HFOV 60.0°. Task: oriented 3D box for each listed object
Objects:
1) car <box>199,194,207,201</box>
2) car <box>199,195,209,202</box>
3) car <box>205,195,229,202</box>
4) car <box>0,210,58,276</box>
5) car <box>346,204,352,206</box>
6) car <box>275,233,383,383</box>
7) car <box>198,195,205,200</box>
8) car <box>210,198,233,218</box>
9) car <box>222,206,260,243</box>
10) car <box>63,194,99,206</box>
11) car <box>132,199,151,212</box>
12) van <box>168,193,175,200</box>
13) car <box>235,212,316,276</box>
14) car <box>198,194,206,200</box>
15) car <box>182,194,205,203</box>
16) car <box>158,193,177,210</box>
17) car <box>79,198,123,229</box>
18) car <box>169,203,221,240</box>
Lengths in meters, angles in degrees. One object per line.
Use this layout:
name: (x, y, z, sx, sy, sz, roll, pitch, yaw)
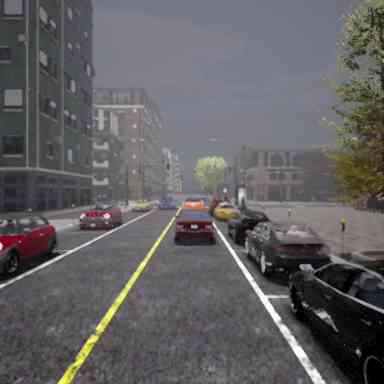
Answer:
car: (2.675, 1.347, 81.414, 1.967, 1.590, 4.097, 0, 0, 0)
car: (2.676, 1.458, 75.717, 2.008, 1.369, 4.403, 0, 0, 0)
car: (2.685, 1.262, 32.226, 2.192, 1.841, 5.009, 0, 0, 0)
car: (-5.692, 1.422, 10.066, 1.967, 1.590, 4.097, 0, 0, 0)
car: (26.141, 1.585, 52.260, 4.507, 1.381, 1.887, 0, 0, 0)
car: (2.689, 1.557, 4.530, 1.947, 1.339, 4.313, 0, 0, 0)
car: (2.672, 1.490, 92.808, 1.802, 1.307, 4.206, 0, 0, 0)
car: (2.685, 1.481, 26.856, 1.752, 1.417, 4.829, 0, 0, 0)
car: (2.687, 1.539, 15.607, 1.947, 1.339, 4.313, 0, 0, 0)
car: (-17.283, 1.179, 51.996, 5.009, 1.841, 2.192, 0, 0, 0)
car: (-5.698, 1.463, 37.595, 1.752, 1.417, 4.829, 0, 0, 0)
van: (-5.709, 1.249, 92.807, 1.690, 1.788, 3.998, 0, 0, 0)
car: (2.688, 1.533, 10.067, 2.008, 1.369, 4.403, 0, 0, 0)
car: (2.673, 1.347, 87.110, 1.967, 1.590, 4.097, 0, 0, 0)
car: (0.095, 1.297, 34.170, 2.097, 1.767, 4.553, 0, 0, 0)
car: (-3.041, 1.283, 41.306, 2.097, 1.767, 4.553, 0, 0, 1)
car: (-5.694, 1.405, 21.145, 1.967, 1.590, 4.097, 0, 0, 0)
car: (0.100, 1.519, 16.639, 2.033, 1.411, 5.357, 0, 0, 0)
